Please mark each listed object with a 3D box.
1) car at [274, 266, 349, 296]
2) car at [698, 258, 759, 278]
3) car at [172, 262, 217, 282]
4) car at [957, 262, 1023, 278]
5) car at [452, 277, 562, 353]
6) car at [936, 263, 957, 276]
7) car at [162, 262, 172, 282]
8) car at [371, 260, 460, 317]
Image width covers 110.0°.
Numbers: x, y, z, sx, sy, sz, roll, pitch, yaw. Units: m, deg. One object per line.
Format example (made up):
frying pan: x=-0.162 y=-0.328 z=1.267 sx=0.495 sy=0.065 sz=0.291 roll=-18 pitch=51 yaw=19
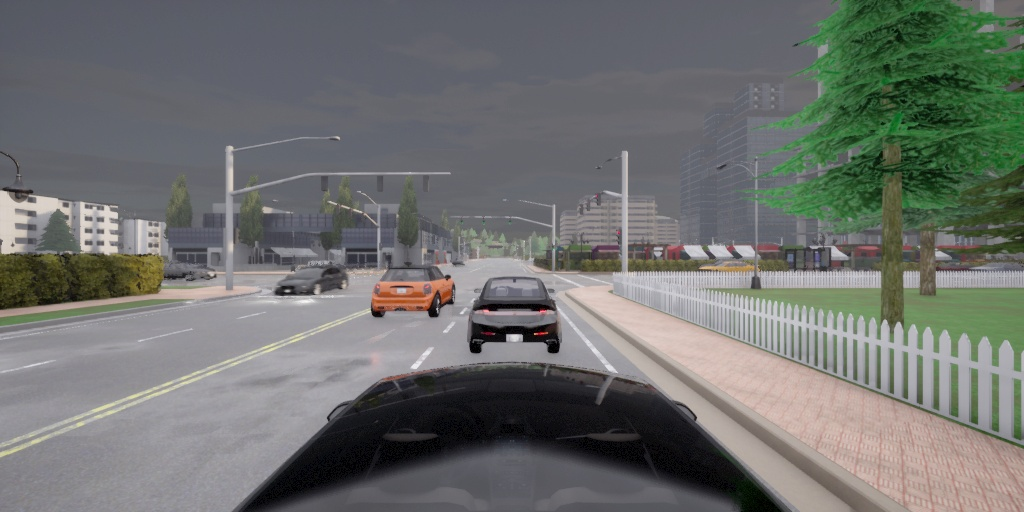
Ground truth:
car: x=-10.499 y=1.323 z=19.181 sx=1.837 sy=1.490 sz=4.892 roll=0 pitch=1 yaw=0
car: x=19.664 y=1.227 z=32.688 sx=5.008 sy=1.535 sz=1.882 roll=0 pitch=0 yaw=-1
car: x=-25.890 y=1.241 z=27.953 sx=4.902 sy=1.511 sz=2.128 roll=0 pitch=0 yaw=-2
car: x=45.421 y=1.298 z=33.260 sx=5.357 sy=1.411 sz=2.033 roll=0 pitch=0 yaw=-1
car: x=0.061 y=1.242 z=8.781 sx=2.128 sy=1.511 sz=4.902 roll=0 pitch=0 yaw=0
car: x=45.076 y=1.351 z=36.754 sx=4.718 sy=1.301 sz=1.895 roll=0 pitch=0 yaw=-1
car: x=-26.692 y=1.102 z=24.461 sx=4.553 sy=1.767 sz=2.097 roll=0 pitch=0 yaw=-1
car: x=-3.417 y=1.102 z=13.250 sx=2.097 sy=1.767 sz=4.553 roll=0 pitch=0 yaw=0
